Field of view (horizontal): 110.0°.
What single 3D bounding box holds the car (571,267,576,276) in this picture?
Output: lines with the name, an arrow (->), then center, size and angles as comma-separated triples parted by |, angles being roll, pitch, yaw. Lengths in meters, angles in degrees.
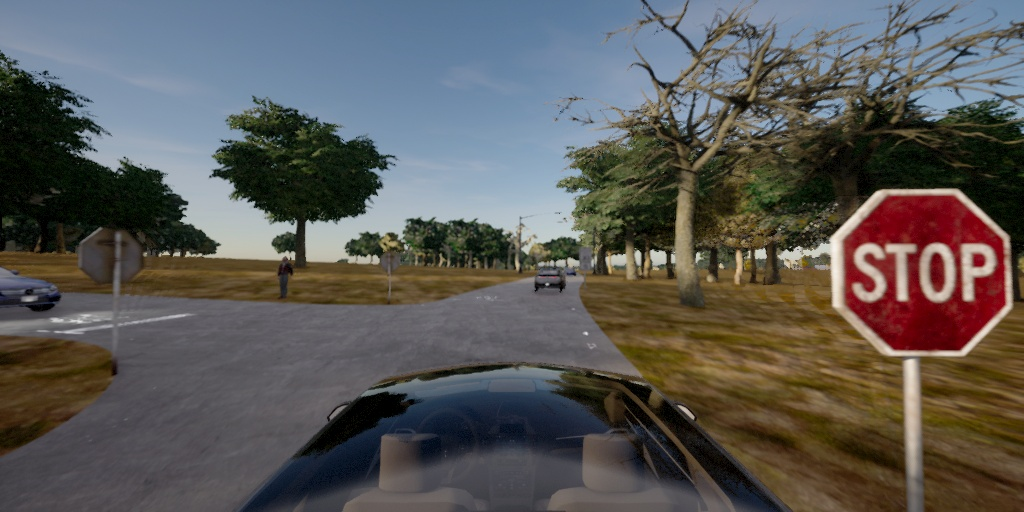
car -> 8.702, 2.338, 54.543 | 1.994, 1.385, 4.181 | 0, -1, 10

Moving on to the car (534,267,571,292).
car -> 2.672, 1.594, 24.540 | 2.128, 1.511, 4.902 | 0, -1, 11

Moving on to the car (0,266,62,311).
car -> -14.927, 0.758, 9.471 | 4.674, 1.442, 1.812 | 2, -2, 2

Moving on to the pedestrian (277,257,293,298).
pedestrian -> -9.920, 0.908, 15.596 | 0.375, 1.860, 0.375 | 0, -4, 2
